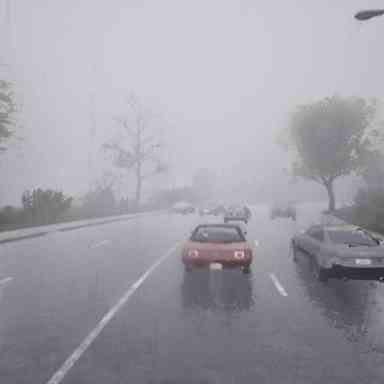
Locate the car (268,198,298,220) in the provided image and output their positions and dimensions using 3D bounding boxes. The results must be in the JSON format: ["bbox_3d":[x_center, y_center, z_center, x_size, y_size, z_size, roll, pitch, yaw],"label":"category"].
[{"bbox_3d":[8.632,1.616,31.197,2.097,1.767,4.553,0,0,17],"label":"car"}]

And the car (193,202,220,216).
[{"bbox_3d":[2.098,1.754,34.440,2.128,1.511,4.902,0,0,18],"label":"car"}]

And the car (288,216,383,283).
[{"bbox_3d":[4.290,1.652,9.967,1.994,1.385,4.181,0,0,5],"label":"car"}]

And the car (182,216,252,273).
[{"bbox_3d":[0.870,1.687,10.967,1.895,1.301,4.718,0,0,6],"label":"car"}]

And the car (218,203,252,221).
[{"bbox_3d":[3.821,1.764,27.283,2.033,1.411,5.357,0,0,15],"label":"car"}]

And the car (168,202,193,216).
[{"bbox_3d":[-1.047,1.788,36.075,1.812,1.442,4.674,0,0,19],"label":"car"}]
